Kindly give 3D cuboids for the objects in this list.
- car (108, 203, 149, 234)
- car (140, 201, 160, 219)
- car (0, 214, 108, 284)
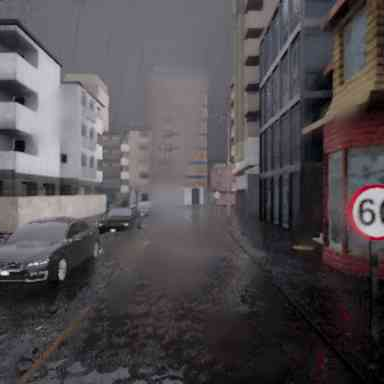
[{"bbox_3d":[-4.077,1.603,19.843,2.033,1.411,5.357,0,0,0],"label":"car"},{"bbox_3d":[-4.046,1.588,30.353,1.837,1.490,4.892,0,0,0],"label":"car"},{"bbox_3d":[-4.087,1.532,9.701,1.837,1.490,4.892,0,0,0],"label":"car"}]
